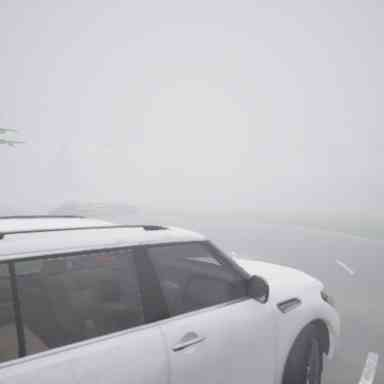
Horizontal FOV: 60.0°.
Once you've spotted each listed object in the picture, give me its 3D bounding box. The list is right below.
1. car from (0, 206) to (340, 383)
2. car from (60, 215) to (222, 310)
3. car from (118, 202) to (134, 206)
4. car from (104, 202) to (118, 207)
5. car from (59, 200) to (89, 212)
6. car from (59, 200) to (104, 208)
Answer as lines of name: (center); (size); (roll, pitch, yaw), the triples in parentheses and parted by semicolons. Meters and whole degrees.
car: (-0.789, 1.242, 2.998); (5.566, 2.045, 2.150); (0, 0, -42)
car: (-0.989, 1.573, 9.168); (1.837, 1.490, 4.892); (3, 1, 27)
car: (-7.838, 1.789, 35.887); (5.357, 1.411, 2.033); (0, -1, 41)
car: (-9.856, 1.685, 33.003); (5.008, 1.535, 1.882); (0, -1, 41)
car: (-15.409, 1.763, 43.178); (1.837, 1.490, 4.892); (1, -1, -44)
car: (-10.379, 1.720, 28.929); (5.357, 1.411, 2.033); (0, -1, 39)
